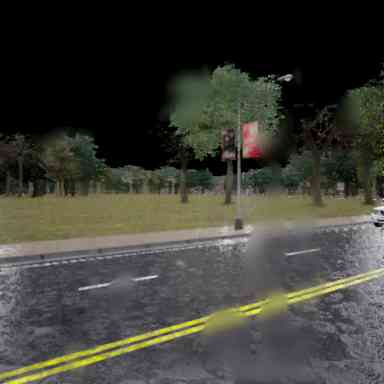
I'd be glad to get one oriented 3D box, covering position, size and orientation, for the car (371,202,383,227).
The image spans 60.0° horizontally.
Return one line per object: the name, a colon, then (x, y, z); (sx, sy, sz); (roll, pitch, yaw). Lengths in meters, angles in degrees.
car: (13.902, 1.247, 21.579); (5.566, 2.045, 2.150); (0, 0, -35)
